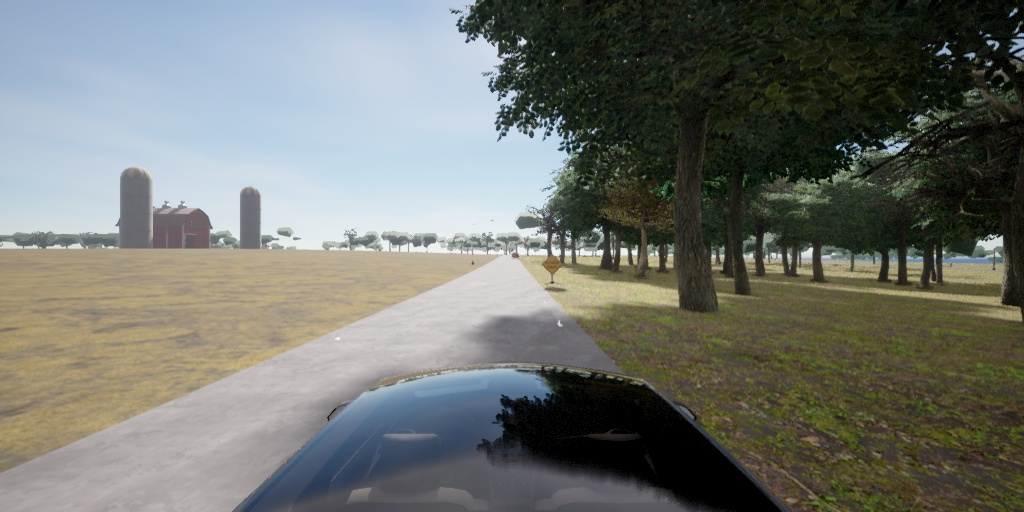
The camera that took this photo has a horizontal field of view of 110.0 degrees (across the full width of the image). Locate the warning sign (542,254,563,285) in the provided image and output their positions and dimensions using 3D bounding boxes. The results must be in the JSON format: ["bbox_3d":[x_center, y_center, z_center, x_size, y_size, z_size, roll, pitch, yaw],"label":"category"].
[{"bbox_3d":[2.450,0.802,21.759,1.300,1.860,1.060,0,0,0],"label":"warning sign"}]
